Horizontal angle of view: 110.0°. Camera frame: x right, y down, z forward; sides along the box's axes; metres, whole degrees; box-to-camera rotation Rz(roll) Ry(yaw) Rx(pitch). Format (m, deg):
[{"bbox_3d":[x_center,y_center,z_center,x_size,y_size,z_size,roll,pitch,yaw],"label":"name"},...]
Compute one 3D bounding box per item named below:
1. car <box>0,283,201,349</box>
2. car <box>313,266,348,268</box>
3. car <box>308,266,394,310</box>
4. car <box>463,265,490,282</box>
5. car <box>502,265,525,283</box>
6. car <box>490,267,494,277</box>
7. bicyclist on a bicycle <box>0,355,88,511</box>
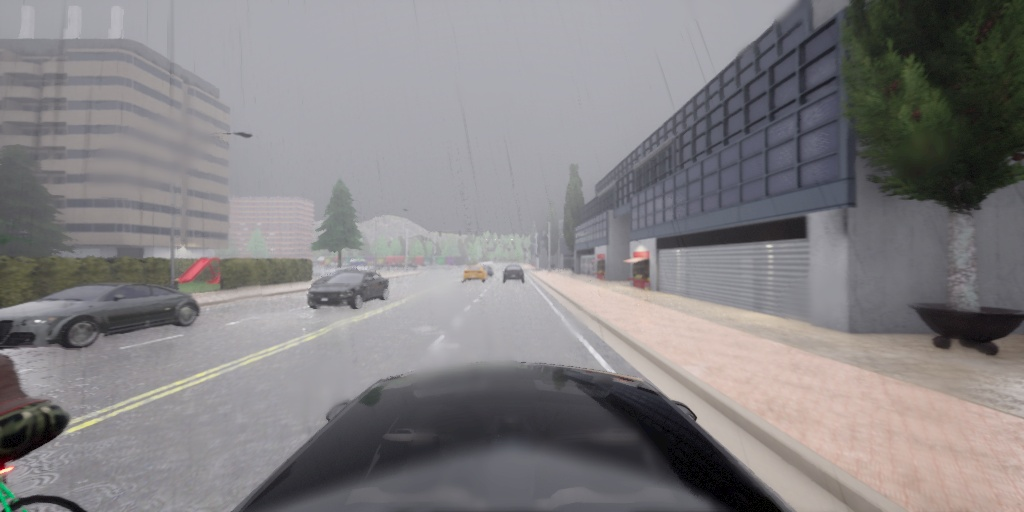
[{"bbox_3d":[-10.587,1.401,9.284,1.994,1.385,4.181,0,0,0],"label":"car"},{"bbox_3d":[-10.545,1.549,22.881,2.033,1.411,5.357,0,-1,0],"label":"car"},{"bbox_3d":[-7.073,1.398,16.031,1.882,1.535,5.008,0,-1,0],"label":"car"},{"bbox_3d":[-3.358,1.606,33.378,1.882,1.535,5.008,0,-1,0],"label":"car"},{"bbox_3d":[0.144,1.605,33.175,1.882,1.535,5.008,0,-1,0],"label":"car"},{"bbox_3d":[-3.345,1.821,44.037,1.994,1.385,4.181,0,-1,0],"label":"car"},{"bbox_3d":[-3.071,1.207,1.974,1.656,1.620,0.582,-2,-1,0],"label":"bicyclist on a bicycle"}]
